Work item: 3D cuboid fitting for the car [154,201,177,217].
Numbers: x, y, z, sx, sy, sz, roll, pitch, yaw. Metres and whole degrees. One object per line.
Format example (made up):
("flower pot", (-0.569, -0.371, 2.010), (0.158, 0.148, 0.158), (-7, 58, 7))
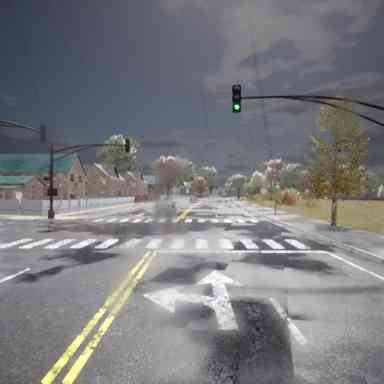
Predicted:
("car", (-2.494, 1.570, 32.305), (1.812, 1.442, 4.674), (0, 0, 2))
